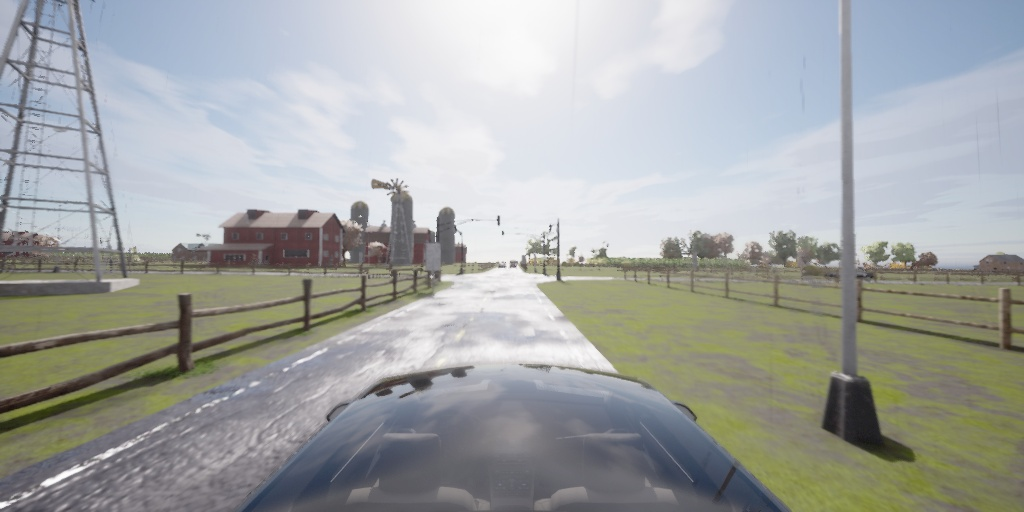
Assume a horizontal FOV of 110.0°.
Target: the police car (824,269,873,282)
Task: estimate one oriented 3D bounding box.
[{"bbox_3d":[42.039,2.320,44.886,5.238,1.638,1.930,1,-2,0],"label":"police car"}]
